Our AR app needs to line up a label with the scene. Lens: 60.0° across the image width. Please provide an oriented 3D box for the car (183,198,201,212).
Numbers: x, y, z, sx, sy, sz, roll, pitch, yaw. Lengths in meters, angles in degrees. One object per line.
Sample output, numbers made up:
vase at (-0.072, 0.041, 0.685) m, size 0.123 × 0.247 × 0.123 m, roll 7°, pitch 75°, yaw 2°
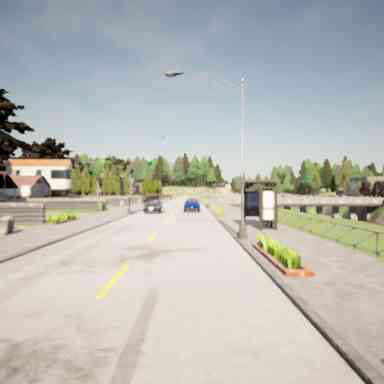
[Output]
car at (-0.002, 1.504, 38.487) m, size 1.882 × 1.535 × 5.008 m, roll 0°, pitch 0°, yaw 0°

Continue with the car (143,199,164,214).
car at (-4.057, 1.518, 35.517) m, size 2.128 × 1.511 × 4.902 m, roll 0°, pitch 0°, yaw 0°

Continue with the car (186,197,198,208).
car at (0.008, 1.560, 49.828) m, size 1.812 × 1.442 × 4.674 m, roll 0°, pitch 0°, yaw 0°
